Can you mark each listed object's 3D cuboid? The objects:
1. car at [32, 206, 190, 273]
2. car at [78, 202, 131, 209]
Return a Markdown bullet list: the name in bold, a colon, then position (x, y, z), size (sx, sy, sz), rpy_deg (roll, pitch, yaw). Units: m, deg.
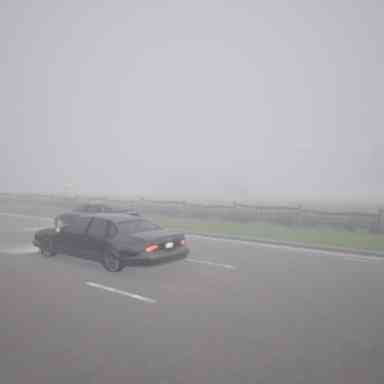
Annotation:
- **car**: position (-2.630, 1.367, 10.068), size (5.357, 1.411, 2.033), rpy_deg (2, 1, 36)
- **car**: position (-4.509, 1.215, 15.698), size (4.892, 1.490, 1.837), rpy_deg (2, 1, 35)
